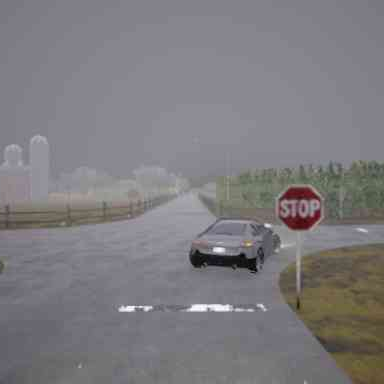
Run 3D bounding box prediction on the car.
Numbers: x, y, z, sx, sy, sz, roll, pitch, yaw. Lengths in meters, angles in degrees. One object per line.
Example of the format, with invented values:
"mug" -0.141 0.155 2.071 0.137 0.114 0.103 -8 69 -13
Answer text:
"car" 1.507 1.492 10.711 1.994 1.385 4.181 -1 0 23
